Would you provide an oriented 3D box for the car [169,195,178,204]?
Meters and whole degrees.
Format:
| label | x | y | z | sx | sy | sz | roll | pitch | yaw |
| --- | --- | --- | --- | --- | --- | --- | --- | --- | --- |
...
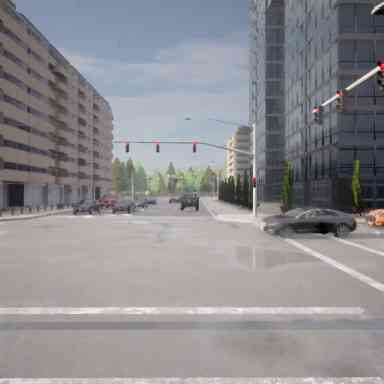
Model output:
| label | x | y | z | sx | sy | sz | roll | pitch | yaw |
| --- | --- | --- | --- | --- | --- | --- | --- | --- | --- |
| car | -3.420 | 1.526 | 64.363 | 1.812 | 1.442 | 4.674 | 0 | 0 | 1 |

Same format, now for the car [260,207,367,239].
| label | x | y | z | sx | sy | sz | roll | pitch | yaw |
| --- | --- | --- | --- | --- | --- | --- | --- | --- | --- |
| car | 5.928 | 1.545 | 17.104 | 4.902 | 1.511 | 2.128 | 0 | 0 | -9 |

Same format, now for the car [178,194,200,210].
| label | x | y | z | sx | sy | sz | roll | pitch | yaw |
| --- | --- | --- | --- | --- | --- | --- | --- | --- | --- |
| car | -0.235 | 1.221 | 42.619 | 2.150 | 2.045 | 5.566 | 0 | 0 | 1 |

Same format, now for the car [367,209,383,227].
| label | x | y | z | sx | sy | sz | roll | pitch | yaw |
| --- | --- | --- | --- | --- | --- | --- | --- | --- | --- |
| car | 13.583 | 1.407 | 21.217 | 4.553 | 1.767 | 2.097 | 0 | 0 | 0 |

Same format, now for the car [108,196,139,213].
| label | x | y | z | sx | sy | sz | roll | pitch | yaw |
| --- | --- | --- | --- | --- | --- | --- | --- | --- | --- |
| car | -7.402 | 1.505 | 36.424 | 1.837 | 1.490 | 4.892 | 0 | 0 | 0 |

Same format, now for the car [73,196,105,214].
| label | x | y | z | sx | sy | sz | roll | pitch | yaw |
| --- | --- | --- | --- | --- | --- | --- | --- | --- | --- |
| car | -10.900 | 1.505 | 34.803 | 1.837 | 1.490 | 4.892 | 0 | 0 | 0 |

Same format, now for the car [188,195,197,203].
| label | x | y | z | sx | sy | sz | roll | pitch | yaw |
| --- | --- | --- | --- | --- | --- | --- | --- | --- | --- |
| car | 0.133 | 1.507 | 68.614 | 1.837 | 1.490 | 4.892 | 0 | 1 | 1 |

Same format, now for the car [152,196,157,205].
| label | x | y | z | sx | sy | sz | roll | pitch | yaw |
| --- | --- | --- | --- | --- | --- | --- | --- | --- | --- |
| car | -7.184 | 1.478 | 57.211 | 1.882 | 1.535 | 5.008 | 0 | 0 | 1 |

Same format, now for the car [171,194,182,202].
| label | x | y | z | sx | sy | sz | roll | pitch | yaw |
| --- | --- | --- | --- | --- | --- | --- | --- | --- | --- |
| car | -3.396 | 1.355 | 74.380 | 2.097 | 1.767 | 4.553 | 0 | 0 | 1 |

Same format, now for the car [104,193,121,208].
| label | x | y | z | sx | sy | sz | roll | pitch | yaw |
| --- | --- | --- | --- | --- | --- | --- | --- | --- | --- |
| car | -10.861 | 1.221 | 44.651 | 2.150 | 2.045 | 5.566 | 0 | 0 | 0 |

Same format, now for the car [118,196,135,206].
| label | x | y | z | sx | sy | sz | roll | pitch | yaw |
| --- | --- | --- | --- | --- | --- | --- | --- | --- | --- |
| car | -10.723 | 1.478 | 54.774 | 1.882 | 1.535 | 5.008 | 0 | 0 | 1 |

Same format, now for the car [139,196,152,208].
| label | x | y | z | sx | sy | sz | roll | pitch | yaw |
| --- | --- | --- | --- | --- | --- | --- | --- | --- | --- |
| car | -7.323 | 1.492 | 46.788 | 2.128 | 1.511 | 4.902 | 0 | 0 | 1 |
